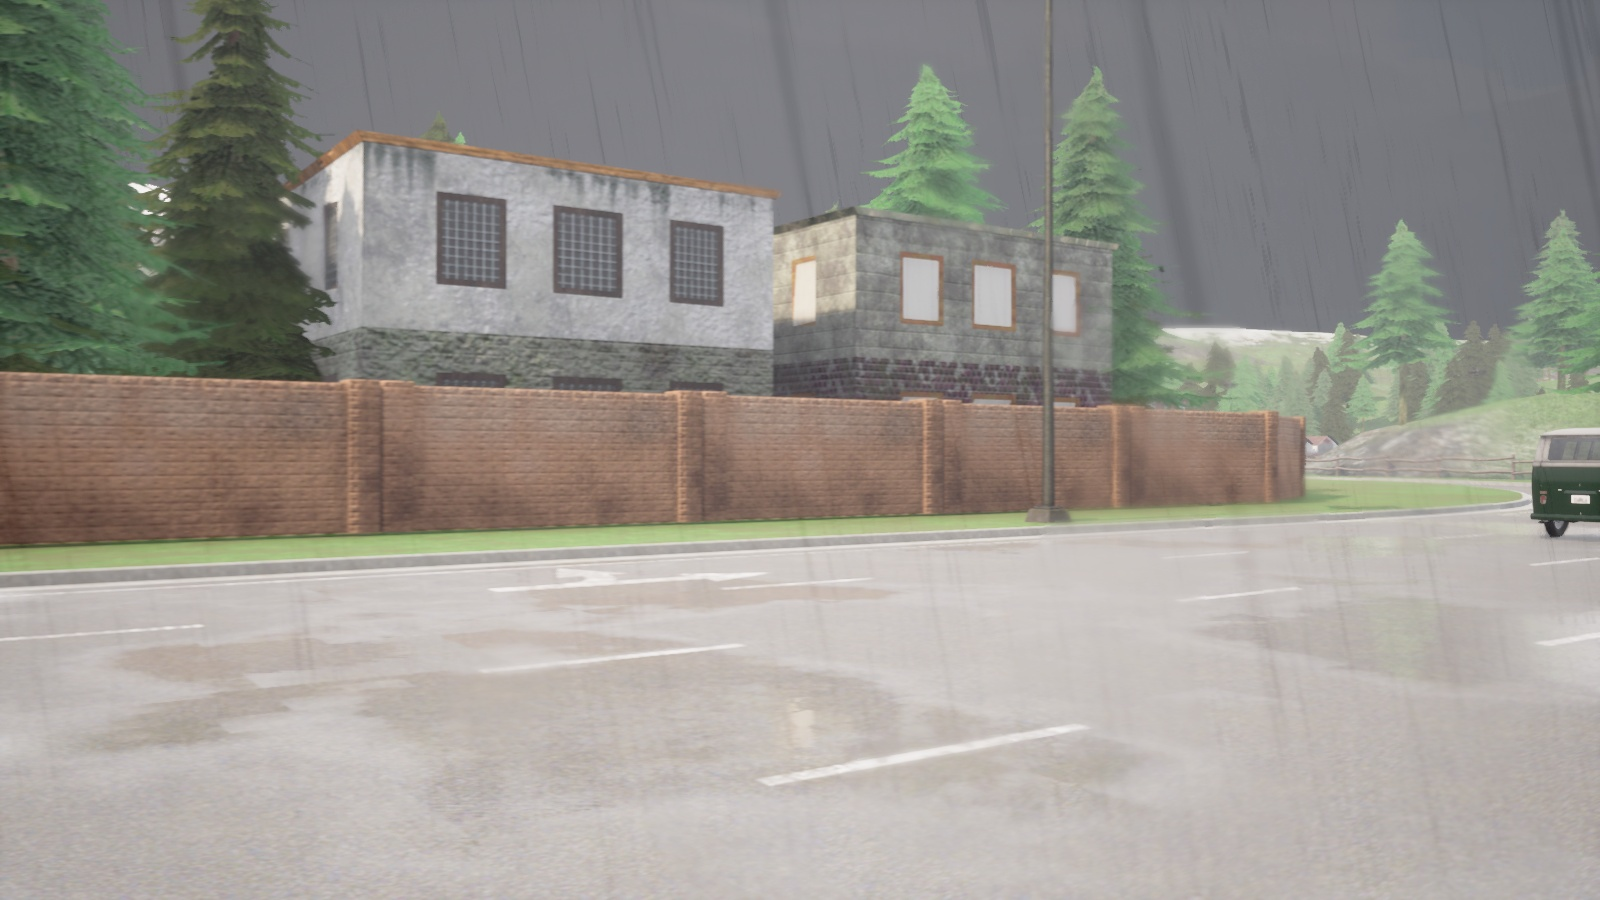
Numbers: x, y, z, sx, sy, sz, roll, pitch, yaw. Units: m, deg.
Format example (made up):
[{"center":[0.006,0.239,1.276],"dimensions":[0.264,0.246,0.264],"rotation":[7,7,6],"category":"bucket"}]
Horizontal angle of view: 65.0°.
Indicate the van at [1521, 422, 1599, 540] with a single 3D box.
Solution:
[{"center":[15.042,0.521,22.660],"dimensions":[4.442,1.987,1.775],"rotation":[0,0,-35],"category":"van"}]
